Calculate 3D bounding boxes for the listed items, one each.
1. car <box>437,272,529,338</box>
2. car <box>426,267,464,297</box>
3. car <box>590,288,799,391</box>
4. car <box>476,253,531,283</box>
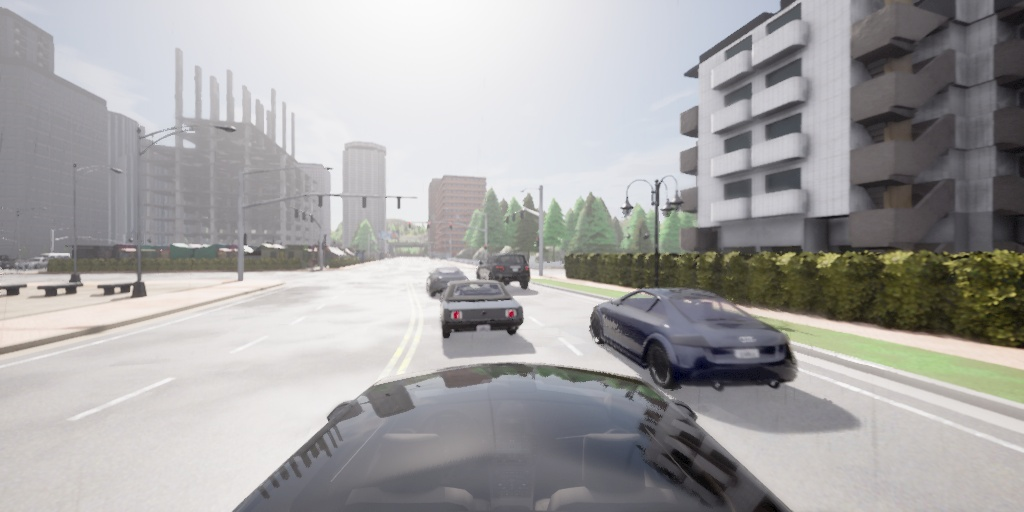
[{"bbox_3d":[-1.084,1.319,10.159,1.895,1.301,4.718,0,0,-12],"label":"car"},{"bbox_3d":[-3.374,1.250,18.709,1.994,1.385,4.181,0,0,-16],"label":"car"},{"bbox_3d":[2.978,1.293,6.871,1.994,1.385,4.181,0,0,-6],"label":"car"},{"bbox_3d":[-0.661,0.887,21.992,2.150,2.045,5.566,0,-1,-18],"label":"car"}]
